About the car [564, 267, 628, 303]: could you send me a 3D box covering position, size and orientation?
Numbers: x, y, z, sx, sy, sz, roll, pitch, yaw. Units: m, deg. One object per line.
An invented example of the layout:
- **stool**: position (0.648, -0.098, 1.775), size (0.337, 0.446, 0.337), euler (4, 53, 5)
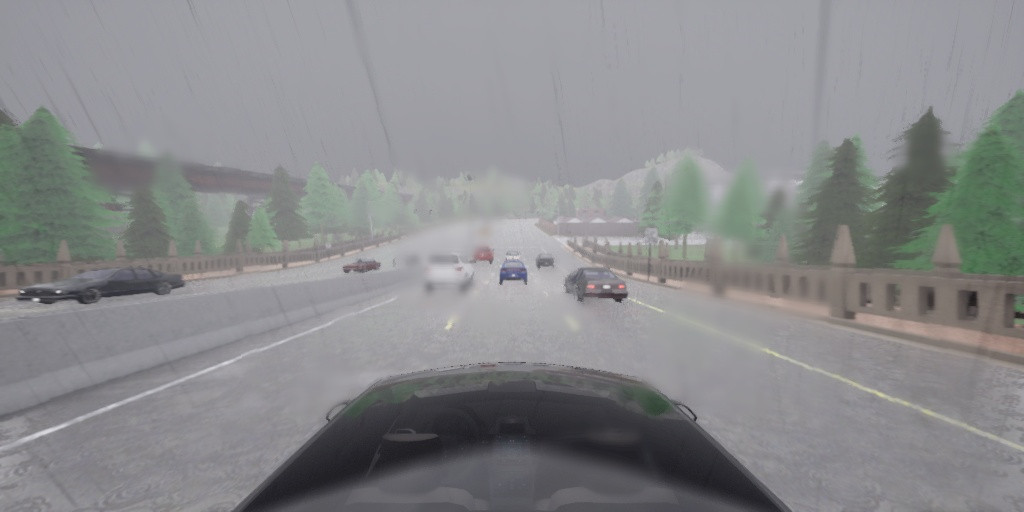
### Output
- **car**: position (3.601, 1.213, 16.157), size (2.033, 1.411, 5.357), euler (0, 0, 0)

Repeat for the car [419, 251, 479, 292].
- **car**: position (-3.399, 0.862, 20.519), size (2.150, 2.045, 5.566), euler (0, 0, 0)

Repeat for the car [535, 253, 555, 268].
- **car**: position (3.596, 0.429, 39.175), size (1.882, 1.535, 5.008), euler (0, 4, 0)

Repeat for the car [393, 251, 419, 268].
- **car**: position (-10.499, 0.307, 36.110), size (2.128, 1.511, 4.902), euler (0, 4, 0)

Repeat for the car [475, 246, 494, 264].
- **car**: position (-3.420, -0.261, 44.187), size (2.150, 2.045, 5.566), euler (0, 5, 0)

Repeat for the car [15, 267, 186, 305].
- **car**: position (-17.581, 1.216, 15.900), size (2.033, 1.411, 5.357), euler (0, 0, 0)

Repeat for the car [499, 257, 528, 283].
- **car**: position (0.101, 1.061, 25.828), size (1.882, 1.535, 5.008), euler (0, 1, 0)

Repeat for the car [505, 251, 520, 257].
- **car**: position (0.076, 0.014, 45.247), size (1.895, 1.301, 4.718), euler (0, 6, 0)

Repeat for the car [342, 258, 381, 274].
- **car**: position (-14.028, 0.903, 33.661), size (1.895, 1.301, 4.718), euler (0, 3, 1)
